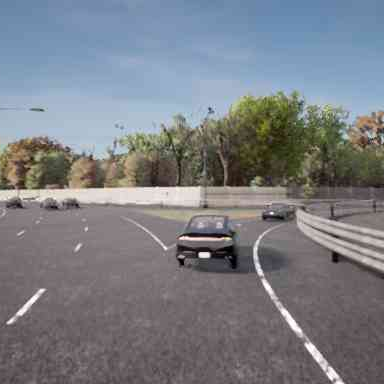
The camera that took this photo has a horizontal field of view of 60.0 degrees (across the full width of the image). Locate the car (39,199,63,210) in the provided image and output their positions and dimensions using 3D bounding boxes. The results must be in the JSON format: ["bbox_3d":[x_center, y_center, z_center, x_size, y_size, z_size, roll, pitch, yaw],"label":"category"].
[{"bbox_3d":[-19.914,1.710,46.188,2.033,1.411,5.357,0,0,-32],"label":"car"}]

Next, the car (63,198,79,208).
[{"bbox_3d":[-18.510,1.682,50.374,1.837,1.490,4.892,0,0,-33],"label":"car"}]

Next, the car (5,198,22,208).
[{"bbox_3d":[-27.190,1.683,50.685,1.837,1.490,4.892,0,-1,-35],"label":"car"}]

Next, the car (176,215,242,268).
[{"bbox_3d":[0.682,1.532,11.565,2.128,1.511,4.902,0,0,8],"label":"car"}]

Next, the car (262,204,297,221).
[{"bbox_3d":[7.463,1.663,28.175,1.994,1.385,4.181,0,0,33],"label":"car"}]
